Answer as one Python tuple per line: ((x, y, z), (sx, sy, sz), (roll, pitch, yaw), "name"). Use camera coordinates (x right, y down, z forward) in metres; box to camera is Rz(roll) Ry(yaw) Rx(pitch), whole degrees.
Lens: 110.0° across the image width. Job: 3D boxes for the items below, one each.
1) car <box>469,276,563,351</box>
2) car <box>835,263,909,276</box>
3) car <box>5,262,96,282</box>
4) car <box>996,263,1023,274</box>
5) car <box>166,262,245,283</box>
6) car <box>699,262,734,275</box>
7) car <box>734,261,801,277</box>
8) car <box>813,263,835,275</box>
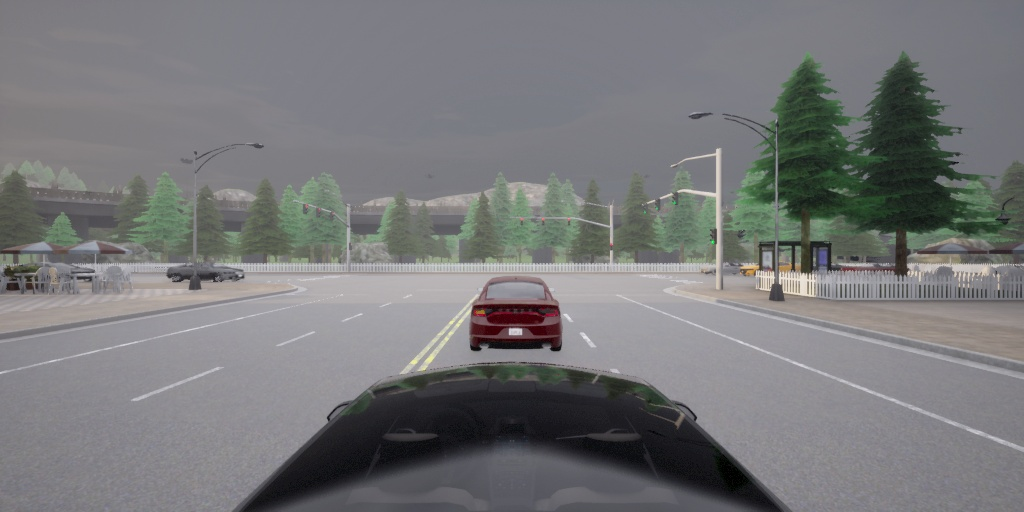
((0.103, 1.228, 9.002), (1.882, 1.535, 5.008), (0, 0, 1), "car")
((33.121, 1.295, 32.935), (4.718, 1.301, 1.895), (0, 0, 2), "car")
((-33.525, 1.172, 26.199), (5.008, 1.535, 1.882), (0, 0, -2), "car")
((45.305, 1.258, 31.246), (4.181, 1.385, 1.994), (0, 0, 16), "car")
((-22.334, 1.187, 26.253), (4.902, 1.511, 2.128), (0, 0, 0), "car")
((21.882, 1.295, 36.659), (4.718, 1.301, 1.895), (0, 0, 1), "car")
((23.818, 1.172, 33.127), (5.008, 1.535, 1.882), (0, 0, 1), "car")
((31.424, 1.295, 36.502), (4.718, 1.301, 1.895), (0, 0, 2), "car")
